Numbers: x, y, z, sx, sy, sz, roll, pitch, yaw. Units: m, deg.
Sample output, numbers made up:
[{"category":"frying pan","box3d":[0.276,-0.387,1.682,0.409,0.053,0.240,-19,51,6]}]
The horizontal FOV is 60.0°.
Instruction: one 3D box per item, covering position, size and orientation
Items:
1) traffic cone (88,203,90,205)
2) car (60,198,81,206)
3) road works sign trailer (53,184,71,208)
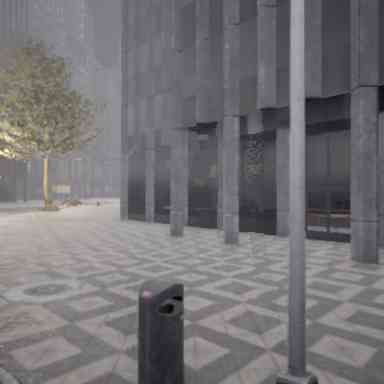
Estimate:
[{"category":"traffic cone","box3d":[-18.875,2.134,60.867,0.340,0.580,0.340,0,0,8]},{"category":"car","box3d":[-21.081,1.735,57.814,1.994,1.385,4.181,0,0,9]},{"category":"road works sign trailer","box3d":[-19.143,0.629,49.800,2.380,3.560,2.880,0,0,8]}]
